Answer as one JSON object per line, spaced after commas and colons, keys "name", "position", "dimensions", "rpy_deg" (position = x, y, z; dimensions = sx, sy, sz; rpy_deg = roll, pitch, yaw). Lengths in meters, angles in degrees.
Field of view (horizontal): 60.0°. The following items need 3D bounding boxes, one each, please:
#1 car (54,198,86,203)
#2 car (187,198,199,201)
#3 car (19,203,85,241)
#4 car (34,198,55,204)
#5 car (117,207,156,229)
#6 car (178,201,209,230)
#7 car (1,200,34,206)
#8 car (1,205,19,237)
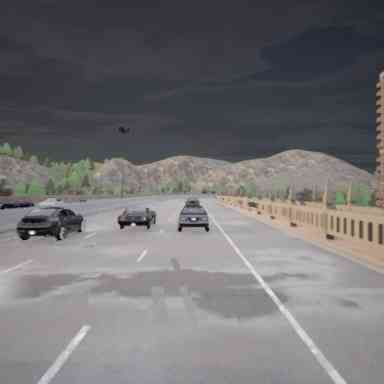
{"name": "car", "position": [-14.062, 1.493, 39.710], "dimensions": [2.128, 1.511, 4.902], "rpy_deg": [0, 0, 0]}
{"name": "car", "position": [0.086, 1.507, 42.649], "dimensions": [1.837, 1.490, 4.892], "rpy_deg": [0, 0, 0]}
{"name": "car", "position": [-6.905, 1.505, 16.778], "dimensions": [1.837, 1.490, 4.892], "rpy_deg": [0, 0, 0]}
{"name": "car", "position": [-17.550, 1.526, 41.905], "dimensions": [1.812, 1.442, 4.674], "rpy_deg": [0, 0, 1]}
{"name": "car", "position": [-3.407, 1.602, 21.542], "dimensions": [1.895, 1.301, 4.718], "rpy_deg": [0, 0, 0]}
{"name": "car", "position": [0.094, 1.549, 20.824], "dimensions": [2.033, 1.411, 5.357], "rpy_deg": [0, 0, 0]}
{"name": "car", "position": [-21.057, 1.601, 40.371], "dimensions": [1.895, 1.301, 4.718], "rpy_deg": [0, 0, 1]}
{"name": "car", "position": [-3.401, 1.221, 1.627], "dimensions": [2.150, 2.045, 5.566], "rpy_deg": [0, 0, 0]}
